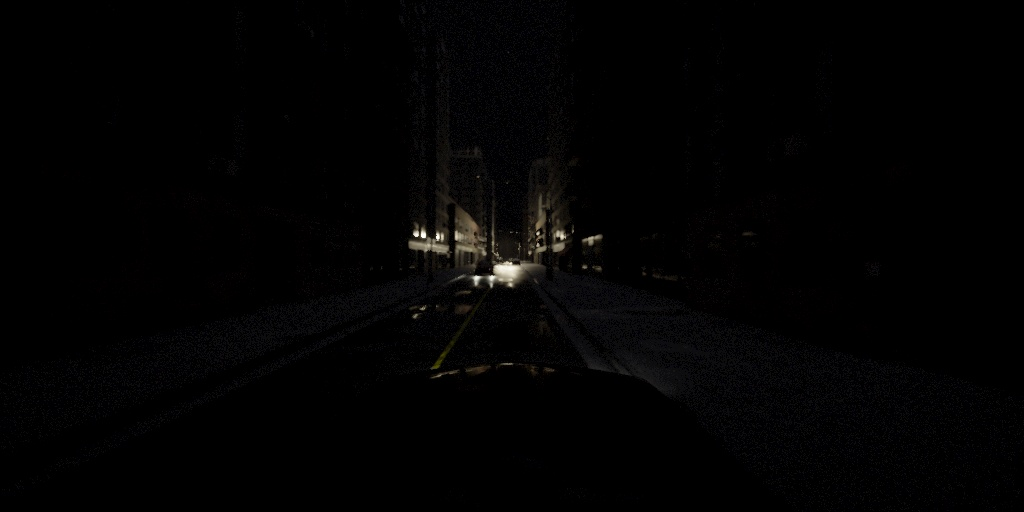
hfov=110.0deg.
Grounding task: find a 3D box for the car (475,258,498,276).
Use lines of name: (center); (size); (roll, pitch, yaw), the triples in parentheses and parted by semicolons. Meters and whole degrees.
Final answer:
car: (-2.850, 1.251, 38.461); (1.882, 1.535, 5.008); (0, 0, 0)
